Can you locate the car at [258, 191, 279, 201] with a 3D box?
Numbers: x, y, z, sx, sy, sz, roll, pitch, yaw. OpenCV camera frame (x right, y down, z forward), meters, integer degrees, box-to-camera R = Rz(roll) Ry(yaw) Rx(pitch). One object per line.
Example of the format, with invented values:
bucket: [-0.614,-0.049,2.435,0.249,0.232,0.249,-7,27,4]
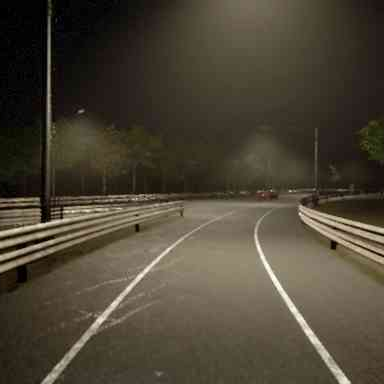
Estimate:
car: [13.331,0.619,57.924,2.097,1.767,4.553,1,2,39]

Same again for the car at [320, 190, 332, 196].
car: [33.533,0.155,82.967,1.837,1.490,4.892,1,2,39]

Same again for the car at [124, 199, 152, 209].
car: [-4.914,1.423,35.290,1.895,1.301,4.718,1,2,39]
